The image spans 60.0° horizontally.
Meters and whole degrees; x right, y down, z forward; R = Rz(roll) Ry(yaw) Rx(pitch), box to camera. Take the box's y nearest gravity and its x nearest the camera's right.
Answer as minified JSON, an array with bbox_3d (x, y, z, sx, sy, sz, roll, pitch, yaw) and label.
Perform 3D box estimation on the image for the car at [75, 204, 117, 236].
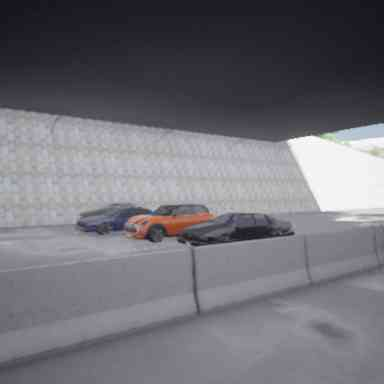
[{"bbox_3d":[-3.618,1.549,18.607,5.357,1.411,2.033,0,0,-35],"label":"car"}]

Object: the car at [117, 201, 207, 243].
[{"bbox_3d":[-0.982,1.354,16.187,4.553,1.767,2.097,0,0,-35],"label":"car"}]

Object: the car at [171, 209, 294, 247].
[{"bbox_3d":[2.026,1.550,14.034,5.357,1.411,2.033,0,0,-35],"label":"car"}]
